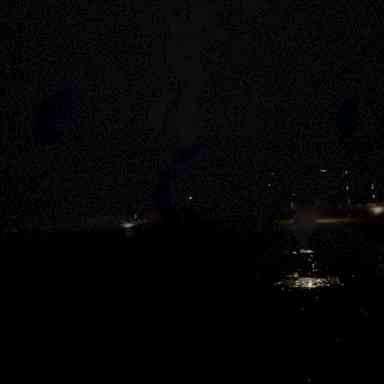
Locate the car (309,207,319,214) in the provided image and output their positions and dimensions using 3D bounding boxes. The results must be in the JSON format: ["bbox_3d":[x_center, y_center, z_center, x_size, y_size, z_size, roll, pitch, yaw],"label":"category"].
[{"bbox_3d":[29.890,4.466,81.012,1.882,1.535,5.008,-3,-3,18],"label":"car"}]

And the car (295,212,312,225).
[{"bbox_3d":[14.592,3.622,43.964,1.895,1.301,4.718,-3,-3,18],"label":"car"}]
